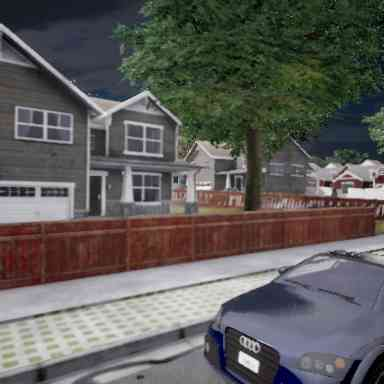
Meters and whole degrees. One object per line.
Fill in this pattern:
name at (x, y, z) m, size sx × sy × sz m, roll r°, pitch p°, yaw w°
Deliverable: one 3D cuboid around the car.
car at (2.222, 1.567, 4.558) m, size 4.181 × 1.385 × 1.994 m, roll 0°, pitch 0°, yaw -35°
